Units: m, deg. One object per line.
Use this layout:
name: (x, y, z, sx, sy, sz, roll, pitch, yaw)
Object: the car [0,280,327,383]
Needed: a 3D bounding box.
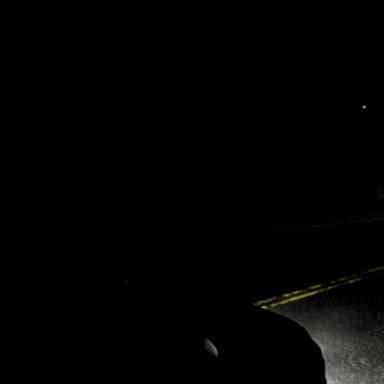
car: (-0.655, 1.563, 3.008, 4.181, 1.385, 1.994, 0, 0, -36)
